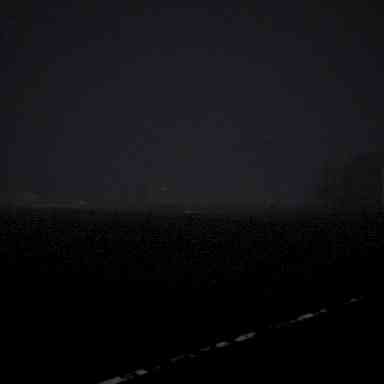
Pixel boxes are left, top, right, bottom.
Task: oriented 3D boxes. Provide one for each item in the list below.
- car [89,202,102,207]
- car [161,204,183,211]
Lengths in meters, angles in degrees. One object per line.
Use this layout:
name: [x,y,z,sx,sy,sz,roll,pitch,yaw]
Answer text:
car: [-26.095,3.282,89.702,1.994,1.385,4.181,1,-2,-43]
car: [-3.675,2.778,61.580,1.895,1.301,4.718,1,-2,-43]
